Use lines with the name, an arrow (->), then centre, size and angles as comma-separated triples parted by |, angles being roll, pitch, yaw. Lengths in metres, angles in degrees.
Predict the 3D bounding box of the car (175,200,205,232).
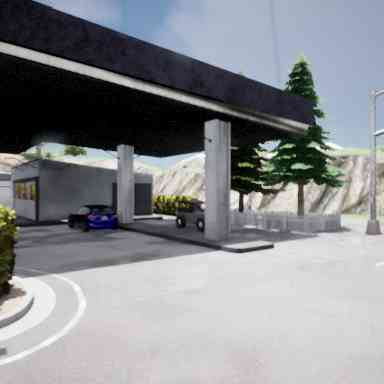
car -> 0.491, 1.494, 22.018 | 1.905, 1.878, 3.866 | 0, 0, -37

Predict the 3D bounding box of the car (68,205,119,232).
car -> -6.640, 1.666, 22.157 | 2.242, 1.667, 4.611 | 0, 0, -37
